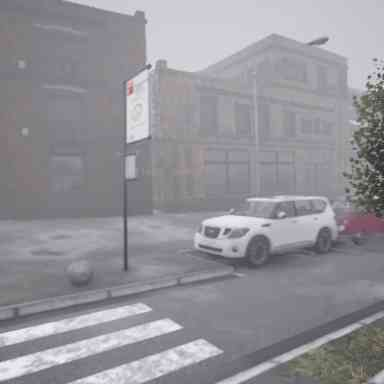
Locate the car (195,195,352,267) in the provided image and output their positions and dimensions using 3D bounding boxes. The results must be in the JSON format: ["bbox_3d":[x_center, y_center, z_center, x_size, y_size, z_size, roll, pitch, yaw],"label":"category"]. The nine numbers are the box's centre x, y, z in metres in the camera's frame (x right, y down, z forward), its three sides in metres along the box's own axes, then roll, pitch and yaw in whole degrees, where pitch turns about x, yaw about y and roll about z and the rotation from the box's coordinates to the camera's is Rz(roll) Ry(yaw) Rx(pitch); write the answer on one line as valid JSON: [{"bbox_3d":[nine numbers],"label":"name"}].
[{"bbox_3d":[2.770,1.165,11.544,5.566,2.045,2.435,-1,0,-35],"label":"car"}]

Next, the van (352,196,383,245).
[{"bbox_3d":[7.234,1.146,14.685,4.442,1.987,1.878,-1,0,-35],"label":"van"}]
